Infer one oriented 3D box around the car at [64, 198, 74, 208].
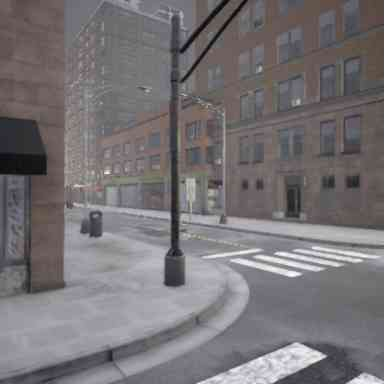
[{"bbox_3d":[-16.847,1.448,42.889,1.895,1.301,4.718,0,0,-35],"label":"car"}]
